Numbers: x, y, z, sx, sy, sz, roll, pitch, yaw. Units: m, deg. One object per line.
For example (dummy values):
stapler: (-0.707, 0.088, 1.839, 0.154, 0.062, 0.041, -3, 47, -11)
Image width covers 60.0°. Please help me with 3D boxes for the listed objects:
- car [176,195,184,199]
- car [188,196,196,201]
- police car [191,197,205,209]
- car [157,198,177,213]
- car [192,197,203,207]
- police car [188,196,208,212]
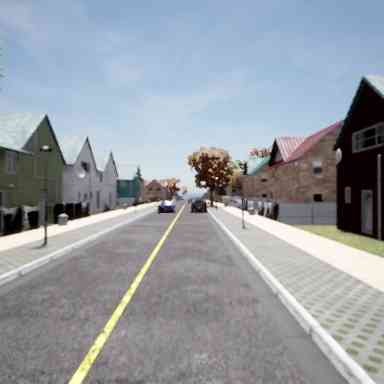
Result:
car: (-2.753, 1.534, 79.055, 1.837, 1.490, 4.892, 0, -1, 0)
car: (-0.003, 1.880, 92.158, 1.994, 1.385, 4.181, 0, -1, 0)
police car: (0.823, 1.549, 49.353, 1.930, 1.638, 5.238, 0, 0, 0)
car: (-2.843, 1.671, 37.700, 1.895, 1.301, 4.718, 0, 0, 0)
car: (0.823, 1.607, 55.433, 1.801, 1.575, 5.366, 0, 0, 0)
police car: (0.824, 1.503, 39.352, 1.930, 1.638, 5.238, 0, 0, 0)
